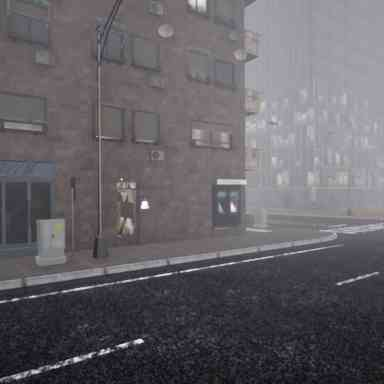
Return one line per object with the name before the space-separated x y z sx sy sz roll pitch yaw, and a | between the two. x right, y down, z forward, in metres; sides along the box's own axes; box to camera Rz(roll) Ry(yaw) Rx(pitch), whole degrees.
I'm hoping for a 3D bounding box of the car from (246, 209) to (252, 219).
car | 3.746 1.860 32.780 2.128 1.511 4.902 -1 -1 -36
